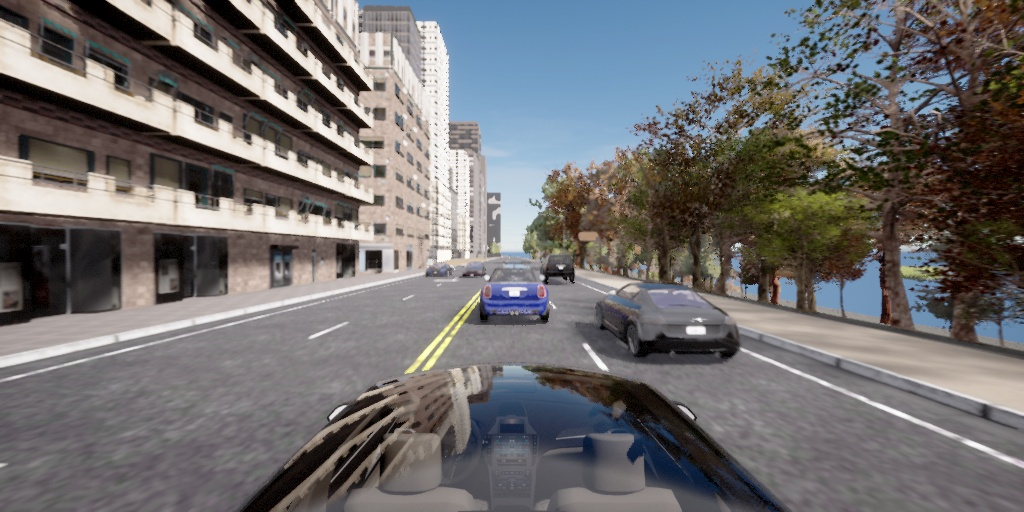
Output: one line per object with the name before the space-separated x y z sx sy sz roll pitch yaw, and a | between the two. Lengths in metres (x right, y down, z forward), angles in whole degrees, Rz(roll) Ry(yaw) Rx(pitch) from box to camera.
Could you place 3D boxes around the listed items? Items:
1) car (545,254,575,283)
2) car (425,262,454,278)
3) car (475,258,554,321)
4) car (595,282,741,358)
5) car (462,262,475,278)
car | 3.330 0.901 26.980 2.150 2.045 5.566 0 0 0
car | -6.606 1.230 32.918 1.994 1.385 4.181 0 0 0
car | 0.081 1.073 12.397 2.097 1.767 4.553 0 0 0
car | 3.316 1.295 8.443 1.994 1.385 4.181 0 0 0
car | -3.359 1.214 32.749 2.033 1.411 5.357 0 0 0
